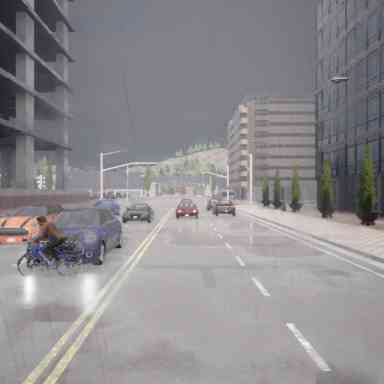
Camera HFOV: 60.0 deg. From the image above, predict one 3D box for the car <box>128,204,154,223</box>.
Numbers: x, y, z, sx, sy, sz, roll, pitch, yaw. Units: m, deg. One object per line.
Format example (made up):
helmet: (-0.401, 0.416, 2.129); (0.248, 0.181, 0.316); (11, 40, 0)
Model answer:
car: (-3.964, 1.564, 25.057); (1.994, 1.385, 4.181); (0, 0, -1)

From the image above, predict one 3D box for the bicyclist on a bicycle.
bicyclist on a bicycle: (-3.762, 1.455, 8.729); (1.656, 1.620, 0.582); (-2, 0, -1)

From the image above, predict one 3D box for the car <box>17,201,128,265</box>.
car: (-3.799, 1.353, 11.568); (2.097, 1.767, 4.553); (0, 0, -1)

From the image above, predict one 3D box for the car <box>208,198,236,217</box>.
car: (3.013, 1.491, 31.871); (2.128, 1.511, 4.902); (0, 0, -1)

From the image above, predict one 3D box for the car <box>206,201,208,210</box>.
car: (2.821, 1.526, 41.133); (1.812, 1.442, 4.674); (0, 0, -1)

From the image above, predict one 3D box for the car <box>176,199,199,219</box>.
car: (-0.436, 1.601, 29.306); (1.895, 1.301, 4.718); (0, 0, -1)

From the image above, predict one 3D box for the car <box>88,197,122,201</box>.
car: (-7.610, 1.478, 29.316); (1.882, 1.535, 5.008); (0, 0, -1)

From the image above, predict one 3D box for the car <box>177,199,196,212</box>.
car: (-0.653, 1.547, 39.488); (2.033, 1.411, 5.357); (0, 0, -1)

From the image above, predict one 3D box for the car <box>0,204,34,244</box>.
car: (-7.356, 1.353, 15.642); (2.097, 1.767, 4.553); (0, 0, -2)
